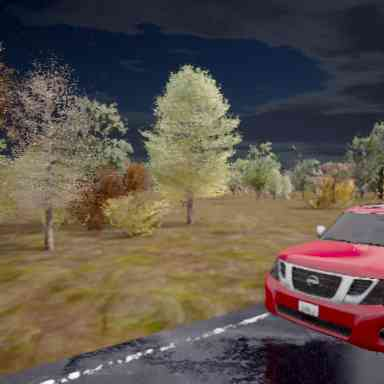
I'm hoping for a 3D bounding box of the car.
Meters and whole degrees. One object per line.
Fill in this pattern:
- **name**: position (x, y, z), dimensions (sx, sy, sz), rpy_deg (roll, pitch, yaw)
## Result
- **car**: position (3.828, 1.237, 6.093), dimensions (5.566, 2.045, 2.150), rpy_deg (0, 0, -35)
